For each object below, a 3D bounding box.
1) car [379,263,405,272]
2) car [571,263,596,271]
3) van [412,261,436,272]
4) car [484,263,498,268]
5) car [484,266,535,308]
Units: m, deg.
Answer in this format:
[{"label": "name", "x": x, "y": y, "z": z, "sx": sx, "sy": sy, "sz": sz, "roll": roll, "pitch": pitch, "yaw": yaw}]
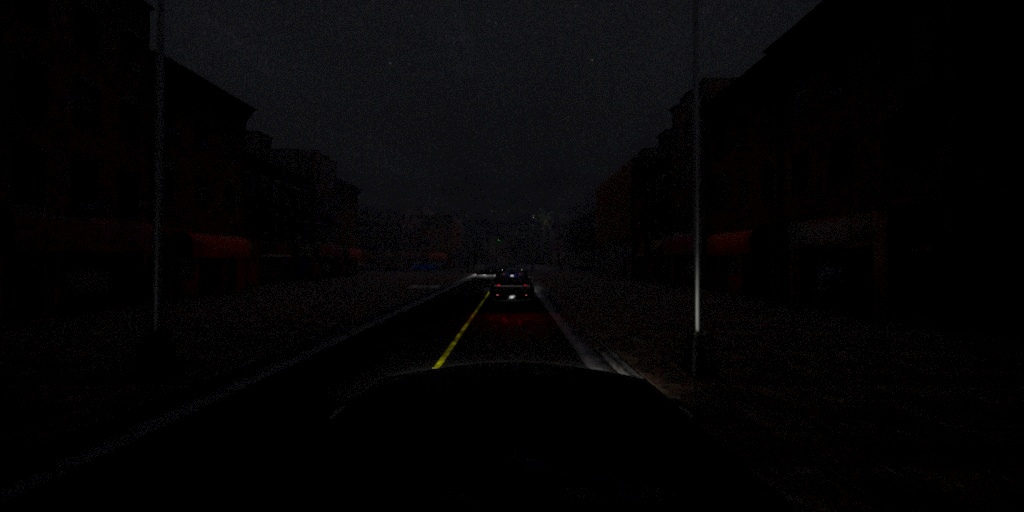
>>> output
[{"label": "car", "x": -20.222, "y": 1.876, "z": 60.373, "sx": 4.097, "sy": 1.591, "sz": 1.967, "roll": 0, "pitch": 0, "yaw": 0}, {"label": "car", "x": 12.255, "y": 1.905, "z": 60.532, "sx": 4.403, "sy": 1.370, "sz": 2.007, "roll": 0, "pitch": 0, "yaw": 0}, {"label": "van", "x": -14.747, "y": 1.762, "z": 60.400, "sx": 3.998, "sy": 1.789, "sz": 1.690, "roll": 0, "pitch": 0, "yaw": 0}, {"label": "car", "x": -2.757, "y": 1.765, "z": 49.282, "sx": 1.837, "sy": 1.490, "sz": 4.892, "roll": 0, "pitch": -1, "yaw": 0}, {"label": "car", "x": 0.004, "y": 1.382, "z": 16.141, "sx": 2.128, "sy": 1.511, "sz": 4.902, "roll": 0, "pitch": 0, "yaw": 0}]
